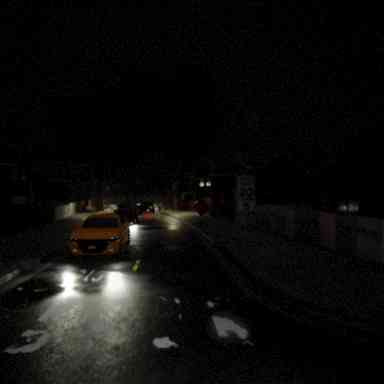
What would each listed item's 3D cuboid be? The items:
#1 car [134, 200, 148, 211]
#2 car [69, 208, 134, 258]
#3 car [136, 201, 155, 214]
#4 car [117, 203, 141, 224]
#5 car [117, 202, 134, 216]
[{"bbox_3d":[-8.295,2.138,53.732,2.128,1.511,4.902,0,-1,-11],"label":"car"},{"bbox_3d":[-3.655,1.655,13.843,1.882,1.535,5.008,0,-1,-6],"label":"car"},{"bbox_3d":[-5.970,2.027,43.691,1.837,1.490,4.892,0,-1,-13],"label":"car"},{"bbox_3d":[-5.540,1.912,27.839,1.994,1.385,4.181,0,-1,-11],"label":"car"},{"bbox_3d":[-8.100,2.025,40.247,1.812,1.442,4.674,0,-1,-13],"label":"car"}]
